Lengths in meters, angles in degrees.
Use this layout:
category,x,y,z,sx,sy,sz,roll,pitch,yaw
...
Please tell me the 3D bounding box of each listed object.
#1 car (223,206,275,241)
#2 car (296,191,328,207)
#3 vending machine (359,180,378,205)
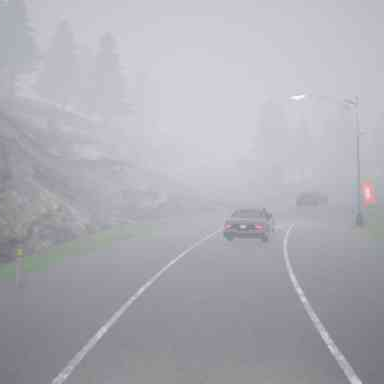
category,x,y,z,sx,sy,sz,roll,pitch,yaw
car,2.828,1.383,15.704,2.033,1.411,5.357,-1,1,18
car,11.663,0.620,32.158,2.128,1.511,4.902,-2,2,38
vending machine,16.249,0.090,30.605,1.100,2.100,0.880,-10,-9,39
